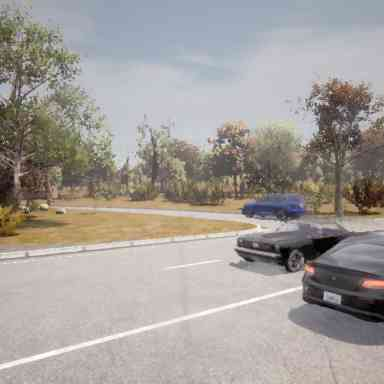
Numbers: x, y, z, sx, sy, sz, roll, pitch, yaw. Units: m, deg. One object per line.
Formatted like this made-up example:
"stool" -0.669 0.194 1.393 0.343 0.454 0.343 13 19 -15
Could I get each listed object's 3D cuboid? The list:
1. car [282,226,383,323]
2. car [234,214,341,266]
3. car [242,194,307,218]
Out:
"car" 4.103 1.526 6.677 4.674 1.442 1.812 0 0 -36
"car" 3.633 1.601 10.828 4.718 1.301 1.895 0 0 -35
"car" 6.780 1.221 27.698 2.150 2.045 5.566 -1 0 -40
